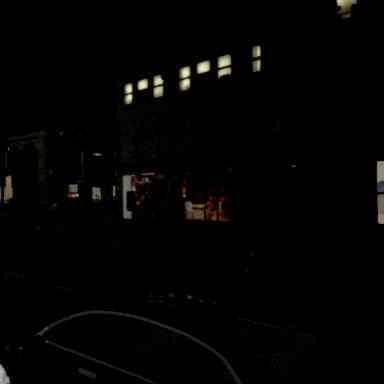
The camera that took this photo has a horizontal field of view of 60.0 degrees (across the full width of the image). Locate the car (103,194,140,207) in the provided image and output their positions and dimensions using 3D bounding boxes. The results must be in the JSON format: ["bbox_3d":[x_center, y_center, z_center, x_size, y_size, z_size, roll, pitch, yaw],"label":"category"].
[{"bbox_3d":[-9.621,1.150,45.826,1.882,1.535,5.008,-1,0,36],"label":"car"}]

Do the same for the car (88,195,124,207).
[{"bbox_3d":[-12.071,1.245,46.863,1.752,1.417,4.829,0,0,36],"label":"car"}]

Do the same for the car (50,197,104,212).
[{"bbox_3d":[-11.611,1.209,33.259,1.752,1.417,4.829,-1,0,36],"label":"car"}]

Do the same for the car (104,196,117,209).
[{"bbox_3d":[-8.455,1.184,37.595,2.008,1.369,4.403,-1,0,36],"label":"car"}]

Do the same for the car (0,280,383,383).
[{"bbox_3d":[-0.303,1.549,3.106,4.403,1.369,2.008,0,-1,36],"label":"car"}]
